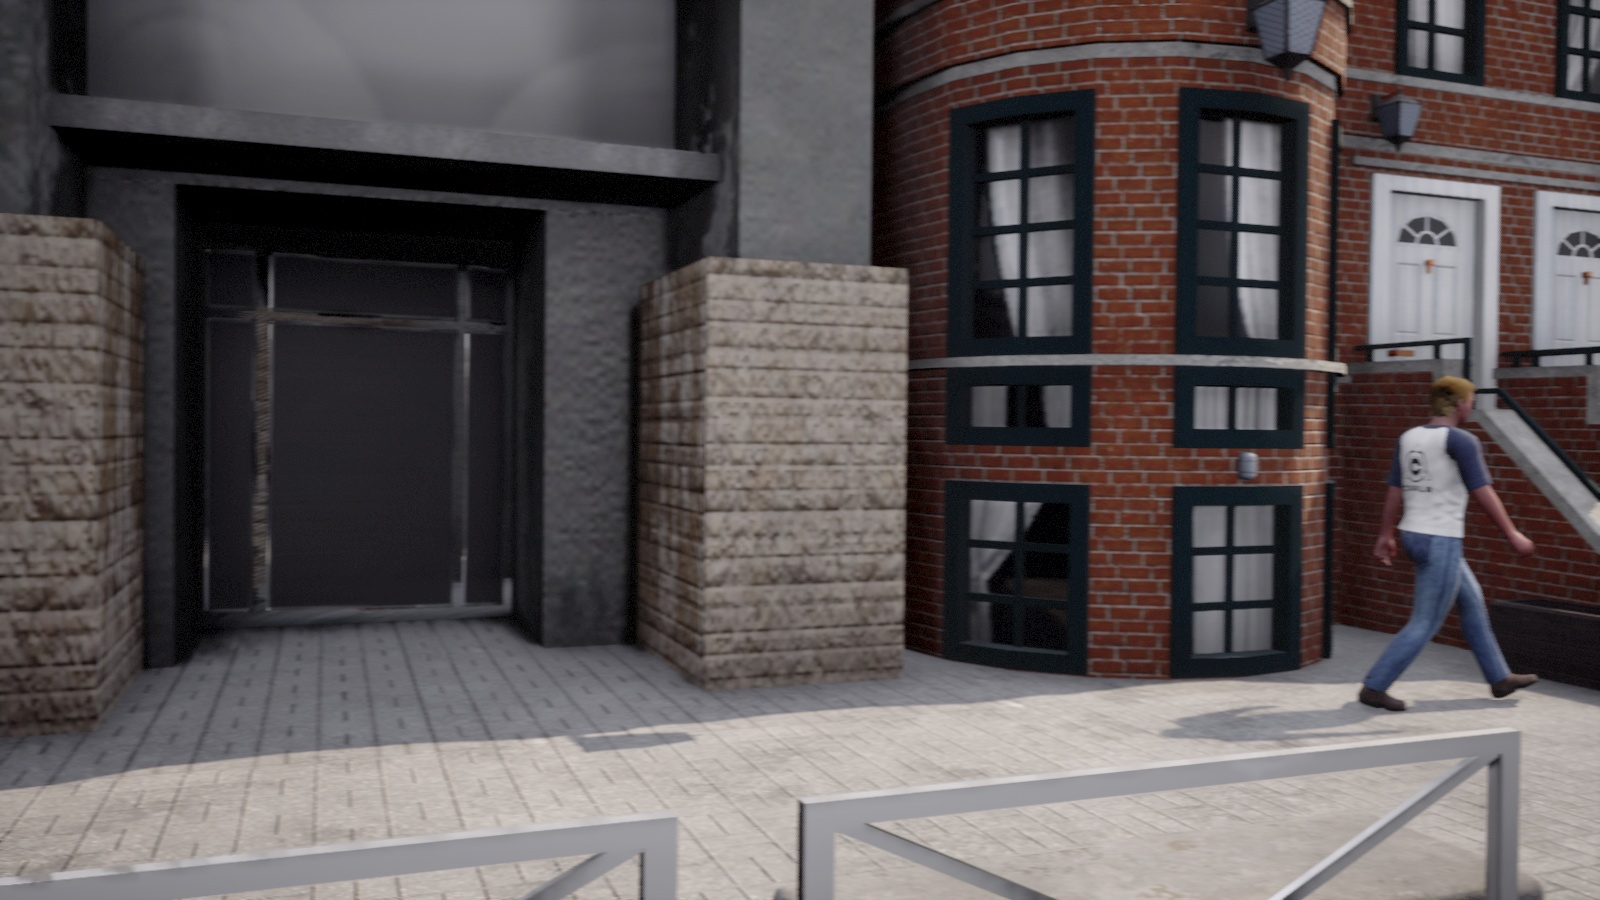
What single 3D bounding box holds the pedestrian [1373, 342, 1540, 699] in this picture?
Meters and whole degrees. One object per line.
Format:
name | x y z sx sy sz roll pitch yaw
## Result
pedestrian | 3.480 0.361 6.676 0.706 1.836 0.354 -1 1 -5
